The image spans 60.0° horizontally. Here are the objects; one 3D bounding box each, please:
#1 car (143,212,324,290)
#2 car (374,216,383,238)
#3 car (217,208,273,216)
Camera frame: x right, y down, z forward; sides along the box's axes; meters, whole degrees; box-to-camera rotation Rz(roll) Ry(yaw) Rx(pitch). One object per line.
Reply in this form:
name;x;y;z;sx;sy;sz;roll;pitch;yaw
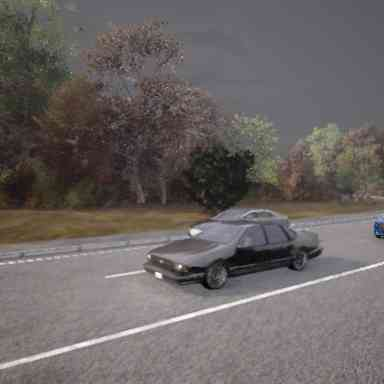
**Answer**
car;1.407;1.514;9.195;5.357;1.411;2.033;0;0;-35
car;10.529;1.375;15.758;5.008;1.535;1.882;0;0;-36
car;2.101;1.438;14.072;4.902;1.511;2.128;0;0;-35
